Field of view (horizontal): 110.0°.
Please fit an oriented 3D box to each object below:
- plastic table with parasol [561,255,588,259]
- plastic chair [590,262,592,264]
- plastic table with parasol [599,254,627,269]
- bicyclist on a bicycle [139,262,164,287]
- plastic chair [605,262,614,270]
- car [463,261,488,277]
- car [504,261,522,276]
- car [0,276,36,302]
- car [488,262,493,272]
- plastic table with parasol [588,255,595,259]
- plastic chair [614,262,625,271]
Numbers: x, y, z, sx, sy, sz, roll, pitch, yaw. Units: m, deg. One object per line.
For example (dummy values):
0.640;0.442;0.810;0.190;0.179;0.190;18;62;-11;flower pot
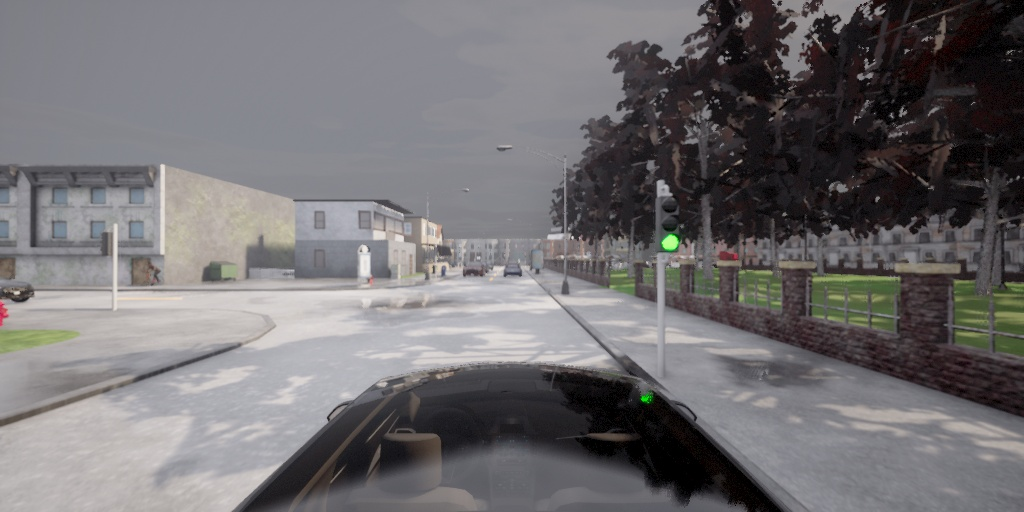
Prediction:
9.973;1.031;57.374;2.482;2.480;2.482;0;0;-40;plastic table with parasol
13.718;1.680;61.961;0.730;1.272;0.750;0;0;-35;plastic chair
15.292;1.024;54.635;2.482;2.480;2.482;0;0;-40;plastic table with parasol
-23.861;1.237;23.775;0.582;1.620;1.656;0;0;0;bicyclist on a bicycle
14.319;1.630;53.734;0.730;1.272;0.750;0;0;-35;plastic chair
-4.099;1.336;39.153;2.097;1.767;4.553;0;0;0;car
0.095;1.556;40.465;1.994;1.385;4.181;0;0;0;car
-23.653;1.341;15.377;4.892;1.490;1.837;0;0;0;car
-4.097;1.591;48.667;2.033;1.411;5.357;0;0;0;car
14.670;1.054;62.849;2.482;2.480;2.482;0;0;-42;plastic table with parasol
16.025;1.620;53.637;0.750;1.272;0.730;0;0;-40;plastic chair
